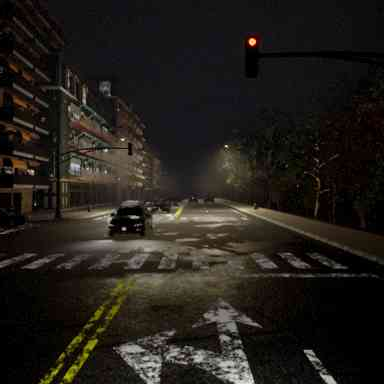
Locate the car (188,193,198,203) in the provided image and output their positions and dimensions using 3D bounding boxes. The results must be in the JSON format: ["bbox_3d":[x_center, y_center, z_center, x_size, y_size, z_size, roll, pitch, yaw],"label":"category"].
[{"bbox_3d":[0.316,1.512,66.466,2.128,1.511,4.902,0,0,0],"label":"car"}]

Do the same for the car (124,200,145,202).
[{"bbox_3d":[-6.492,1.605,35.083,1.895,1.301,4.718,0,0,0],"label":"car"}]

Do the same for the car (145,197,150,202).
[{"bbox_3d":[-6.428,1.502,51.421,2.128,1.511,4.902,0,0,0],"label":"car"}]

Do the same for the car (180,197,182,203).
[{"bbox_3d":[-3.033,1.657,67.888,1.895,1.301,4.718,0,0,0],"label":"car"}]

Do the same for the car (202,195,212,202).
[{"bbox_3d":[3.498,1.498,76.468,2.033,1.411,5.357,0,0,0],"label":"car"}]

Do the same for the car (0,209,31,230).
[{"bbox_3d":[-12.912,1.743,21.024,4.718,1.301,1.895,-1,0,-16],"label":"car"}]

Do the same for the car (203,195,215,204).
[{"bbox_3d":[3.464,1.525,66.049,1.837,1.490,4.892,0,0,0],"label":"car"}]

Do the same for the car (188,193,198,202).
[{"bbox_3d":[0.249,1.253,76.556,2.150,2.045,5.566,0,0,0],"label":"car"}]

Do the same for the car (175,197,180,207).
[{"bbox_3d":[-3.178,1.537,51.216,1.812,1.442,4.674,0,0,0],"label":"car"}]

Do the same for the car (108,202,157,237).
[{"bbox_3d":[-3.298,1.547,18.565,1.837,1.490,4.892,0,0,0],"label":"car"}]

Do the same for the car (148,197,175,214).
[{"bbox_3d":[-3.234,1.509,36.002,1.837,1.490,4.892,0,0,0],"label":"car"}]
